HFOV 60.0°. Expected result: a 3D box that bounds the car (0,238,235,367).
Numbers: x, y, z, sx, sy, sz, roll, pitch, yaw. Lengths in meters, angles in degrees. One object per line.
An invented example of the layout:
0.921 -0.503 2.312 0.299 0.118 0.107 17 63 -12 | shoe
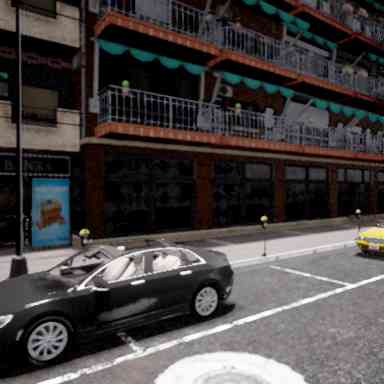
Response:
-1.227 1.537 5.683 4.403 1.369 2.008 0 0 -35 | car

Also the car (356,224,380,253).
7.854 1.447 12.161 4.829 1.417 1.752 0 0 -36 | car

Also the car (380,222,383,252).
6.972 1.415 8.353 5.008 1.535 1.882 0 0 -35 | car
